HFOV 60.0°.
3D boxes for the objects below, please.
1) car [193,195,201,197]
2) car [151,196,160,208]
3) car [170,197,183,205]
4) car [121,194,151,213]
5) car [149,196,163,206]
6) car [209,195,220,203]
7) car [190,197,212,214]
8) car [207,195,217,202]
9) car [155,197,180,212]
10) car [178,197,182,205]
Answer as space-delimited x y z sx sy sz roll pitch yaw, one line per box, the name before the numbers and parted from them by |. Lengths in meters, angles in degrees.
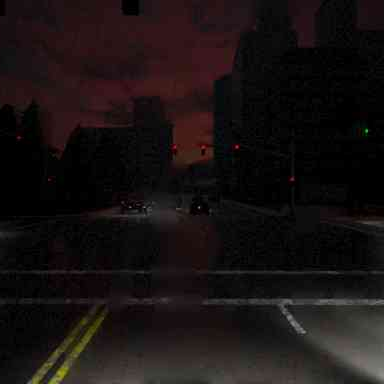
car | 1.033 1.352 67.436 2.097 1.767 4.553 0 0 1
car | -6.262 1.491 46.973 2.128 1.511 4.902 0 0 1
car | -2.635 1.547 58.326 2.033 1.411 5.357 0 0 1
car | -6.360 1.221 37.093 2.150 2.045 5.566 0 0 1
car | -6.153 1.505 57.032 1.837 1.490 4.892 0 0 0
car | 4.636 1.547 67.319 2.033 1.411 5.357 0 0 1
car | 0.786 1.564 36.090 1.994 1.385 4.181 0 0 1
car | 4.627 1.478 77.142 1.882 1.535 5.008 0 0 1
car | -2.839 1.601 39.200 1.895 1.301 4.718 0 0 1
car | -2.751 1.564 48.002 1.994 1.385 4.181 0 0 1
